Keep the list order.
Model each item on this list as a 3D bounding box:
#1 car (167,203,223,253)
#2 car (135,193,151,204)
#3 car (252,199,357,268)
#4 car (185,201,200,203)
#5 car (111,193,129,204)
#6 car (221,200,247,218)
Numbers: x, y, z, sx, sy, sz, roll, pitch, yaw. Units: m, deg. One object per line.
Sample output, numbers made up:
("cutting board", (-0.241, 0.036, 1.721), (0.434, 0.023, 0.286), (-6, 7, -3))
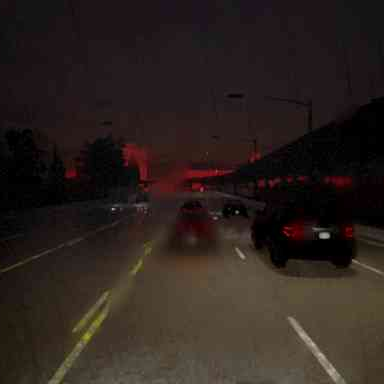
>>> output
("car", (0.053, 1.468, 13.759), (1.882, 1.535, 5.008), (0, 1, 1))
("car", (-7.091, 0.937, 48.647), (2.128, 1.511, 4.902), (0, 1, 0))
("car", (3.531, 1.225, 11.482), (2.150, 2.045, 5.566), (0, 1, 0))
("car", (0.043, 1.407, 27.720), (1.994, 1.385, 4.181), (0, 1, 0))
("car", (-10.592, 0.932, 48.941), (2.128, 1.511, 4.902), (0, 1, 0))
("car", (3.548, 1.359, 28.189), (1.812, 1.442, 4.674), (0, 1, 1))
